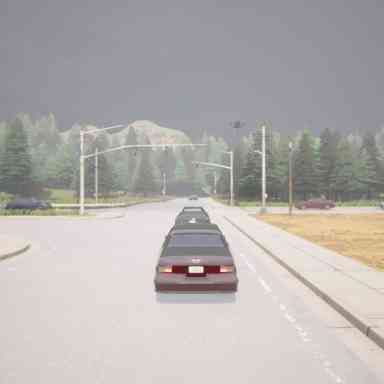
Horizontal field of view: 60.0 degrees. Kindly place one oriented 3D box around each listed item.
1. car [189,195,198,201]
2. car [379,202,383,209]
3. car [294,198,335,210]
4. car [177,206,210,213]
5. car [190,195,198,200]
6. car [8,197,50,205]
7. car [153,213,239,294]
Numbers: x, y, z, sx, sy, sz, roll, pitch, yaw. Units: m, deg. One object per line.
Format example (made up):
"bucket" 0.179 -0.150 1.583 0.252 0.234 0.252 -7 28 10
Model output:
"car" 0.275 1.479 81.817 1.895 1.301 4.718 0 0 2
"car" 25.049 1.415 39.964 4.674 1.442 1.812 0 0 1
"car" 14.770 1.449 40.161 4.674 1.442 1.812 0 0 1
"car" 0.069 1.535 19.534 1.994 1.385 4.181 0 0 1
"car" 0.644 1.421 91.797 1.994 1.385 4.181 0 0 2
"car" -18.034 1.388 37.099 4.553 1.767 2.097 0 0 1
"car" 0.085 1.538 8.927 2.033 1.411 5.357 0 0 0
